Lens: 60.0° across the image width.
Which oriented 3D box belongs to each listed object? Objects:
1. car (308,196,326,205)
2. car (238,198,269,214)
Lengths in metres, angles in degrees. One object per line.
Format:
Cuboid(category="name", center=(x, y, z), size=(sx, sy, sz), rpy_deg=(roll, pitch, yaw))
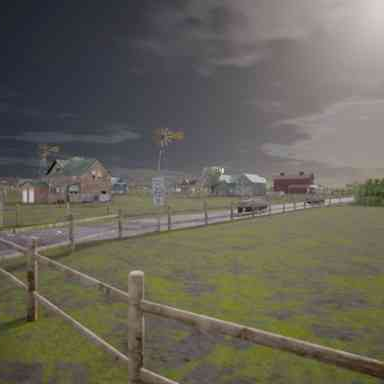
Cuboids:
Cuboid(category="car", center=(20.238, 1.327, 53.692), size=(1.895, 1.301, 4.718), rpy_deg=(-1, 0, 34))
Cuboid(category="car", center=(6.258, 1.351, 33.189), size=(1.837, 1.490, 4.892), rpy_deg=(-1, 0, 34))
